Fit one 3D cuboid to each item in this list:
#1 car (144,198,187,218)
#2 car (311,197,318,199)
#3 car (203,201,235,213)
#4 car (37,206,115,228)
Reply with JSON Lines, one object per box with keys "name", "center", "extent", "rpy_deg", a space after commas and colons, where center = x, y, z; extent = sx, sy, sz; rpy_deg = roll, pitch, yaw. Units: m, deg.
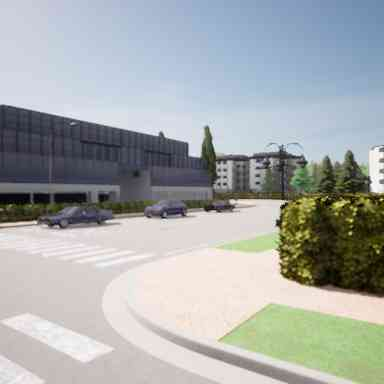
{"name": "car", "center": [-2.451, 1.503, 31.610], "extent": [2.097, 1.767, 4.553], "rpy_deg": [0, 0, 35]}
{"name": "car", "center": [20.085, 1.609, 54.531], "extent": [2.128, 1.511, 4.902], "rpy_deg": [0, 0, 15]}
{"name": "car", "center": [3.311, 1.752, 39.743], "extent": [1.895, 1.301, 4.718], "rpy_deg": [0, 0, 35]}
{"name": "car", "center": [-8.090, 1.699, 23.724], "extent": [2.033, 1.411, 5.357], "rpy_deg": [0, 0, 37]}
